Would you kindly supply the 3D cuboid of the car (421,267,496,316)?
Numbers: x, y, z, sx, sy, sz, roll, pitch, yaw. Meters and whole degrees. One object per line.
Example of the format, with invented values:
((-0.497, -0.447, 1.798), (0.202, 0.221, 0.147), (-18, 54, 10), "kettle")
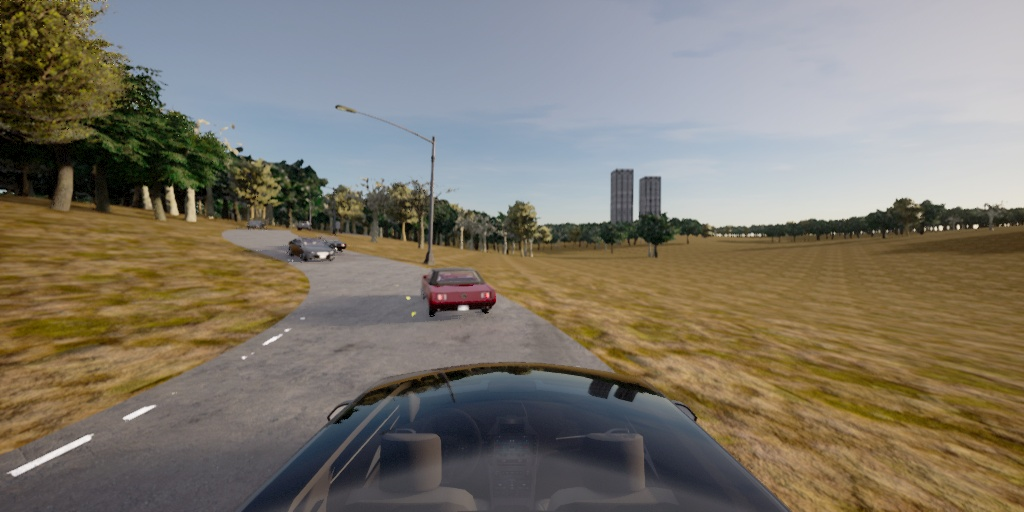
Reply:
((-1.991, 1.028, 11.972), (1.895, 1.301, 4.718), (0, 3, -17), "car")

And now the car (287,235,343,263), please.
((-14.061, -0.512, 24.993), (4.902, 1.511, 2.128), (9, 7, 43), "car")

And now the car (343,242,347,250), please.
((-16.277, -1.137, 31.073), (4.718, 1.301, 1.895), (9, 7, 40), "car")
